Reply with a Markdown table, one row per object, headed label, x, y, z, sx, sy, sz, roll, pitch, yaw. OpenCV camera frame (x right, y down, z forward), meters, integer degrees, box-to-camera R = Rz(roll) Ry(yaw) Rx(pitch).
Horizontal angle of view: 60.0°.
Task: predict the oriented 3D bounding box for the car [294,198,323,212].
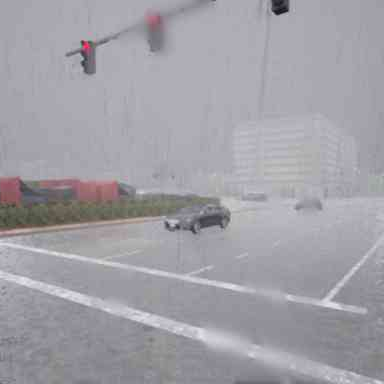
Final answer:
| label | x | y | z | sx | sy | sz | roll | pitch | yaw |
| --- | --- | --- | --- | --- | --- | --- | --- | --- | --- |
| car | 13.004 | 1.420 | 36.760 | 2.033 | 1.411 | 5.357 | 0 | 0 | 35 |

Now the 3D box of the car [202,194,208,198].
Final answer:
| label | x | y | z | sx | sy | sz | roll | pitch | yaw |
| --- | --- | --- | --- | --- | --- | --- | --- | --- | --- |
| car | 0.388 | 1.268 | 62.686 | 3.905 | 1.438 | 1.784 | 0 | 0 | 35 |

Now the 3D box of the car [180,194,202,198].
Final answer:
| label | x | y | z | sx | sy | sz | roll | pitch | yaw |
| --- | --- | --- | --- | --- | --- | --- | --- | --- | --- |
| car | -1.129 | 1.063 | 60.472 | 4.605 | 1.855 | 1.932 | 0 | 0 | 35 |

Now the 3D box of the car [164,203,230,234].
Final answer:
| label | x | y | z | sx | sy | sz | roll | pitch | yaw |
| --- | --- | --- | --- | --- | --- | --- | --- | --- | --- |
| car | 0.402 | 1.411 | 18.844 | 2.128 | 1.511 | 4.902 | 0 | 0 | 35 |

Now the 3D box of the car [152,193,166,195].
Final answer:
| label | x | y | z | sx | sy | sz | roll | pitch | yaw |
| --- | --- | --- | --- | --- | --- | --- | --- | --- | --- |
| car | -6.878 | 1.284 | 78.507 | 3.806 | 1.475 | 1.970 | 0 | 0 | 35 |
